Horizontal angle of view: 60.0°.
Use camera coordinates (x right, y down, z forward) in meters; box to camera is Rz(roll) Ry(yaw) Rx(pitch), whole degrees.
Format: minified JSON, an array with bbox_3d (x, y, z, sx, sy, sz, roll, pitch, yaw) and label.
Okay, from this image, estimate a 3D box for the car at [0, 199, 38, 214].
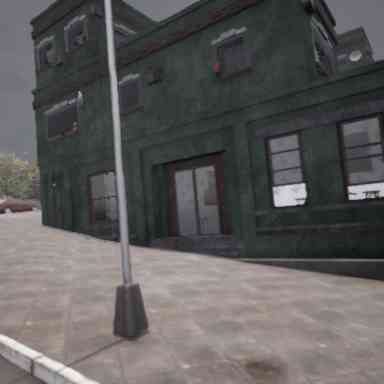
[{"bbox_3d":[-16.514,1.373,30.663,1.882,1.535,5.008,-6,-2,17],"label":"car"}]
